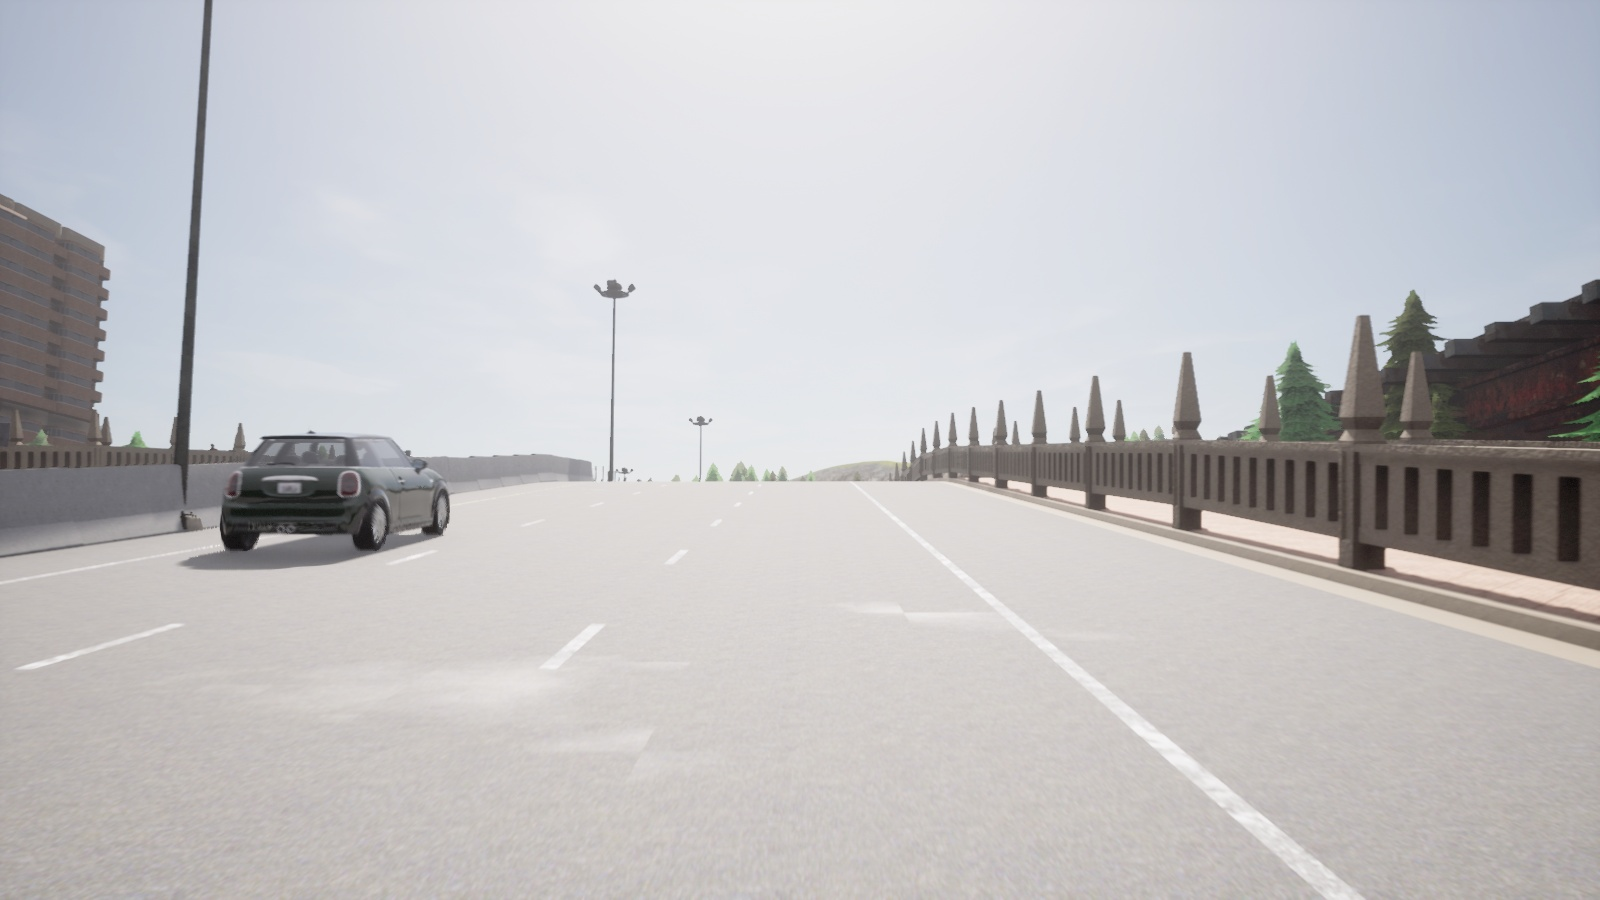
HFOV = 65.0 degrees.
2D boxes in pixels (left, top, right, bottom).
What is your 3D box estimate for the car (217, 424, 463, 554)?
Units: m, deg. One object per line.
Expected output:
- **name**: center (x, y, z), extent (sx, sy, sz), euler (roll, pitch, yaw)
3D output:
- **car**: center (-6.873, 0.523, 19.365), extent (2.097, 1.767, 4.553), euler (0, 0, 0)
